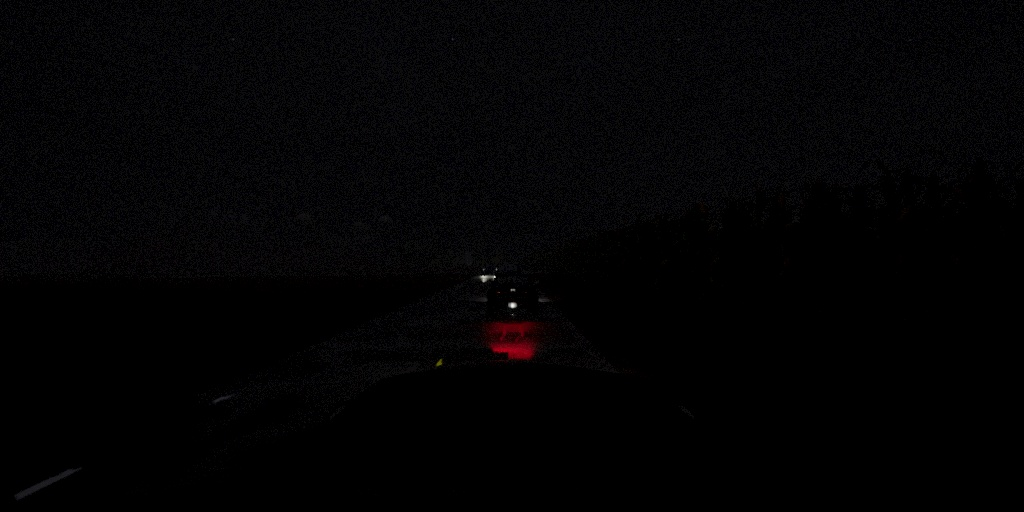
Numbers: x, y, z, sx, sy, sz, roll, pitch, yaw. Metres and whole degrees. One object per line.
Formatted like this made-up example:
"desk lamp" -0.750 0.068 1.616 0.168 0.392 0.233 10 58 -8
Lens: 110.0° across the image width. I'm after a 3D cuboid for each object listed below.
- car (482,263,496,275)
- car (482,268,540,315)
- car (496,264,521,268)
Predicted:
"car" -2.793 1.665 47.433 2.097 1.767 4.553 0 -1 0
"car" 0.043 1.394 14.284 1.837 1.490 4.892 0 0 0
"car" 0.043 1.558 29.265 2.128 1.511 4.902 0 -1 0
